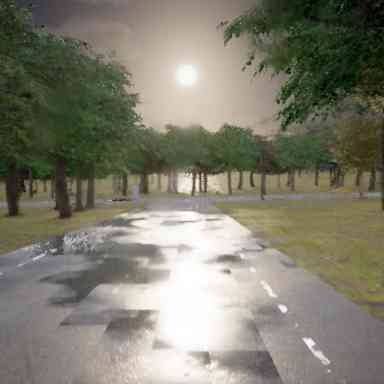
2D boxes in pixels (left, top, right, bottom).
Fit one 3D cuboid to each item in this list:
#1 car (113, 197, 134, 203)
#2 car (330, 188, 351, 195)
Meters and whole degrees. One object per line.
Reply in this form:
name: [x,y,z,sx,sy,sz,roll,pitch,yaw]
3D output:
car: [-15.930,1.811,77.604,4.718,1.301,1.895,-1,3,0]
car: [37.698,-0.209,84.693,5.008,1.535,1.882,-2,3,0]
